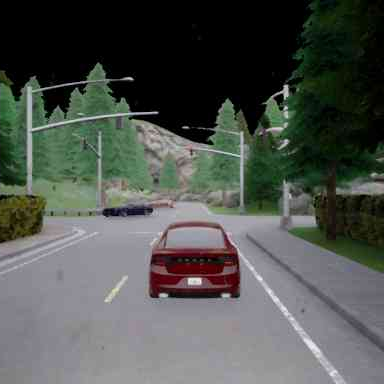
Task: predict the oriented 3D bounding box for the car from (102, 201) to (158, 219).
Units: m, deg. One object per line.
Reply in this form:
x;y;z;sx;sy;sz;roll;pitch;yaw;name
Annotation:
-5.542;1.593;29.266;1.895;1.301;4.718;0;0;35;car

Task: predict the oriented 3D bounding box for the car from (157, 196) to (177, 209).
-3.590;1.351;44.808;2.097;1.767;4.553;0;0;0;car

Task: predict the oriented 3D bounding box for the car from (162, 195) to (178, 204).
-4.425;1.477;66.503;1.882;1.535;5.008;0;0;-18;car

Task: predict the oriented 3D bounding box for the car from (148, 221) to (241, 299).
0.068;1.478;8.538;1.882;1.535;5.008;0;0;0;car

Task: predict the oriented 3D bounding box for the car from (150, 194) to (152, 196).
-11.003;1.355;79.677;4.553;1.767;2.097;0;0;24;car
